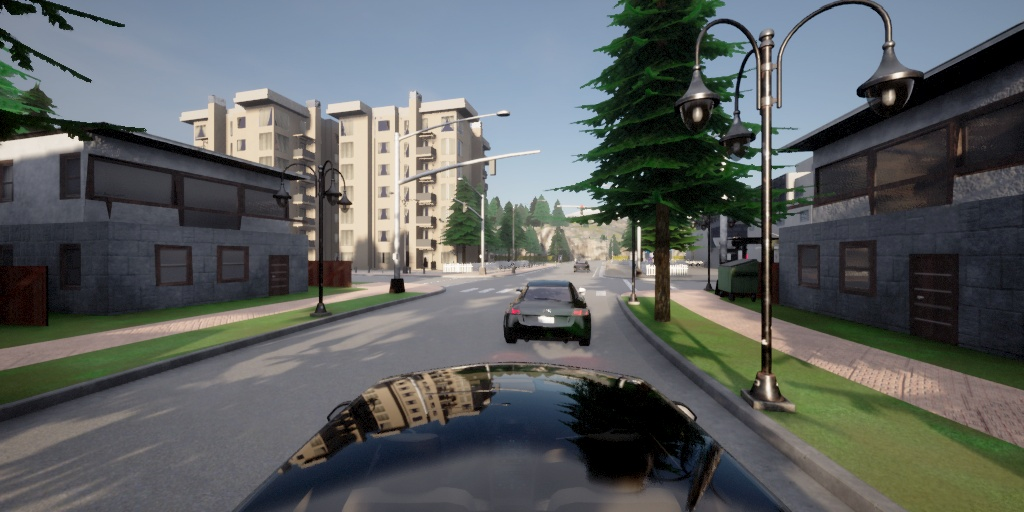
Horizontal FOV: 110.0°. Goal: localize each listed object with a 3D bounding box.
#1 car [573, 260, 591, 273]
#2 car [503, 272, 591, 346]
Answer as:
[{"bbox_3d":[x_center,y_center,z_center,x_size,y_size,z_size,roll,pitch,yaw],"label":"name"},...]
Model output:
[{"bbox_3d":[8.776,1.276,44.939,2.128,1.511,4.902,0,0,14],"label":"car"},{"bbox_3d":[1.011,1.314,9.513,1.994,1.385,4.181,0,0,9],"label":"car"}]
